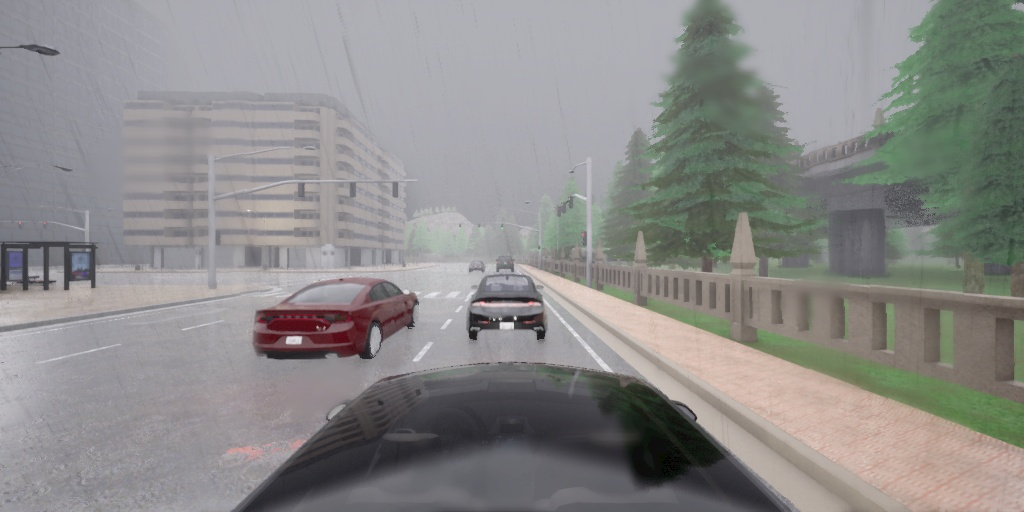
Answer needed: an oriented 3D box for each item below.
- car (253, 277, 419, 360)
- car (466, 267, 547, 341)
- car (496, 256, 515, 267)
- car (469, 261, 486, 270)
[{"bbox_3d":[-3.599,1.228,8.376,1.882,1.535,5.008,0,0,0],"label":"car"},{"bbox_3d":[-0.132,1.242,9.925,2.128,1.511,4.902,0,0,-1],"label":"car"},{"bbox_3d":[-0.867,0.972,45.320,2.150,2.045,5.566,0,0,-1],"label":"car"},{"bbox_3d":[-4.371,1.298,45.020,2.033,1.411,5.357,0,0,-1],"label":"car"}]
